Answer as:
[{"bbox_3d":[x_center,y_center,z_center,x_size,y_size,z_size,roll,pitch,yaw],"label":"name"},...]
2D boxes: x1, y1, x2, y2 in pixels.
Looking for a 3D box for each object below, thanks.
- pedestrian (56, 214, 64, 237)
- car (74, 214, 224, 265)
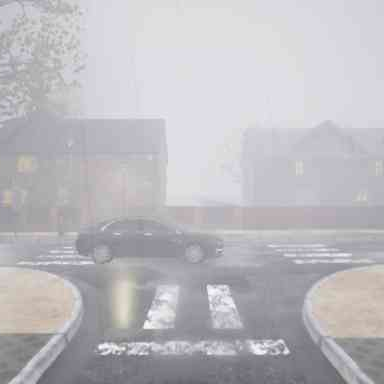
[{"bbox_3d":[-6.733,1.356,17.093,0.375,1.860,0.375,0,-1,1],"label":"pedestrian"},{"bbox_3d":[-1.379,1.536,11.158,4.892,1.490,1.837,0,-1,1],"label":"car"}]
